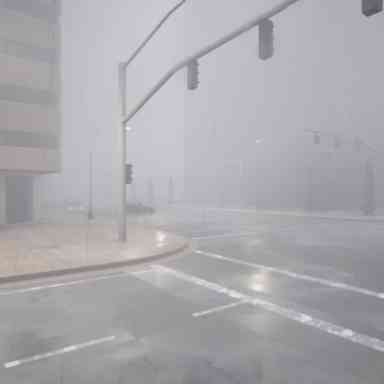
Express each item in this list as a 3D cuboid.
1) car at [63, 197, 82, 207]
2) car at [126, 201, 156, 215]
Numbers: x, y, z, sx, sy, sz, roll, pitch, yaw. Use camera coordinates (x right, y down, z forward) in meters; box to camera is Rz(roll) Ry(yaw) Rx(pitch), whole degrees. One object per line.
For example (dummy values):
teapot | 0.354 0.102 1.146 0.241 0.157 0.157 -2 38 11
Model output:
car | -18.917 1.532 52.758 1.882 1.535 5.008 0 0 -36
car | -5.607 1.655 34.364 1.895 1.301 4.718 0 0 -36
